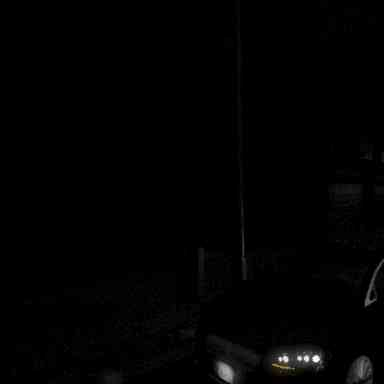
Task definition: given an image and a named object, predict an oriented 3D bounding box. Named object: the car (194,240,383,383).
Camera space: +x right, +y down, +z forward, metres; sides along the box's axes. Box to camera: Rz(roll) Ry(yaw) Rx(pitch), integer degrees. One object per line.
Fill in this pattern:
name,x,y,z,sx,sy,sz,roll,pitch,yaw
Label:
car,2.189,1.545,4.940,4.902,1.511,2.128,0,-1,-41
